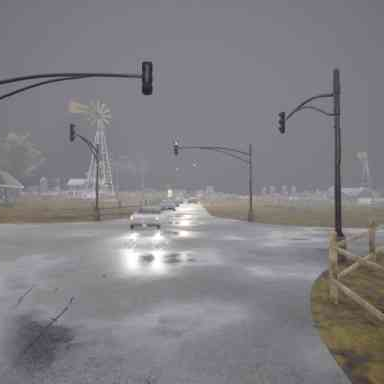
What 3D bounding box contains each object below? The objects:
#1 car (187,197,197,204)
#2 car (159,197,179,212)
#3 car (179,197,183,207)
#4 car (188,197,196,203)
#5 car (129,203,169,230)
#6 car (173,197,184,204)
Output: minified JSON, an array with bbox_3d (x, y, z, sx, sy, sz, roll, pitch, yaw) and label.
[{"bbox_3d":[0.062,1.783,69.141,1.812,1.442,4.674,0,0,0],"label":"car"},{"bbox_3d":[-2.870,1.600,39.960,1.837,1.490,4.892,0,0,0],"label":"car"},{"bbox_3d":[-2.862,1.707,53.149,2.033,1.411,5.357,0,0,0],"label":"car"},{"bbox_3d":[-0.035,1.854,79.154,1.812,1.442,4.674,0,0,0],"label":"car"},{"bbox_3d":[-2.734,1.605,21.264,1.895,1.301,4.718,1,0,0],"label":"car"},{"bbox_3d":[-2.788,1.819,68.737,1.994,1.385,4.181,0,0,0],"label":"car"}]
